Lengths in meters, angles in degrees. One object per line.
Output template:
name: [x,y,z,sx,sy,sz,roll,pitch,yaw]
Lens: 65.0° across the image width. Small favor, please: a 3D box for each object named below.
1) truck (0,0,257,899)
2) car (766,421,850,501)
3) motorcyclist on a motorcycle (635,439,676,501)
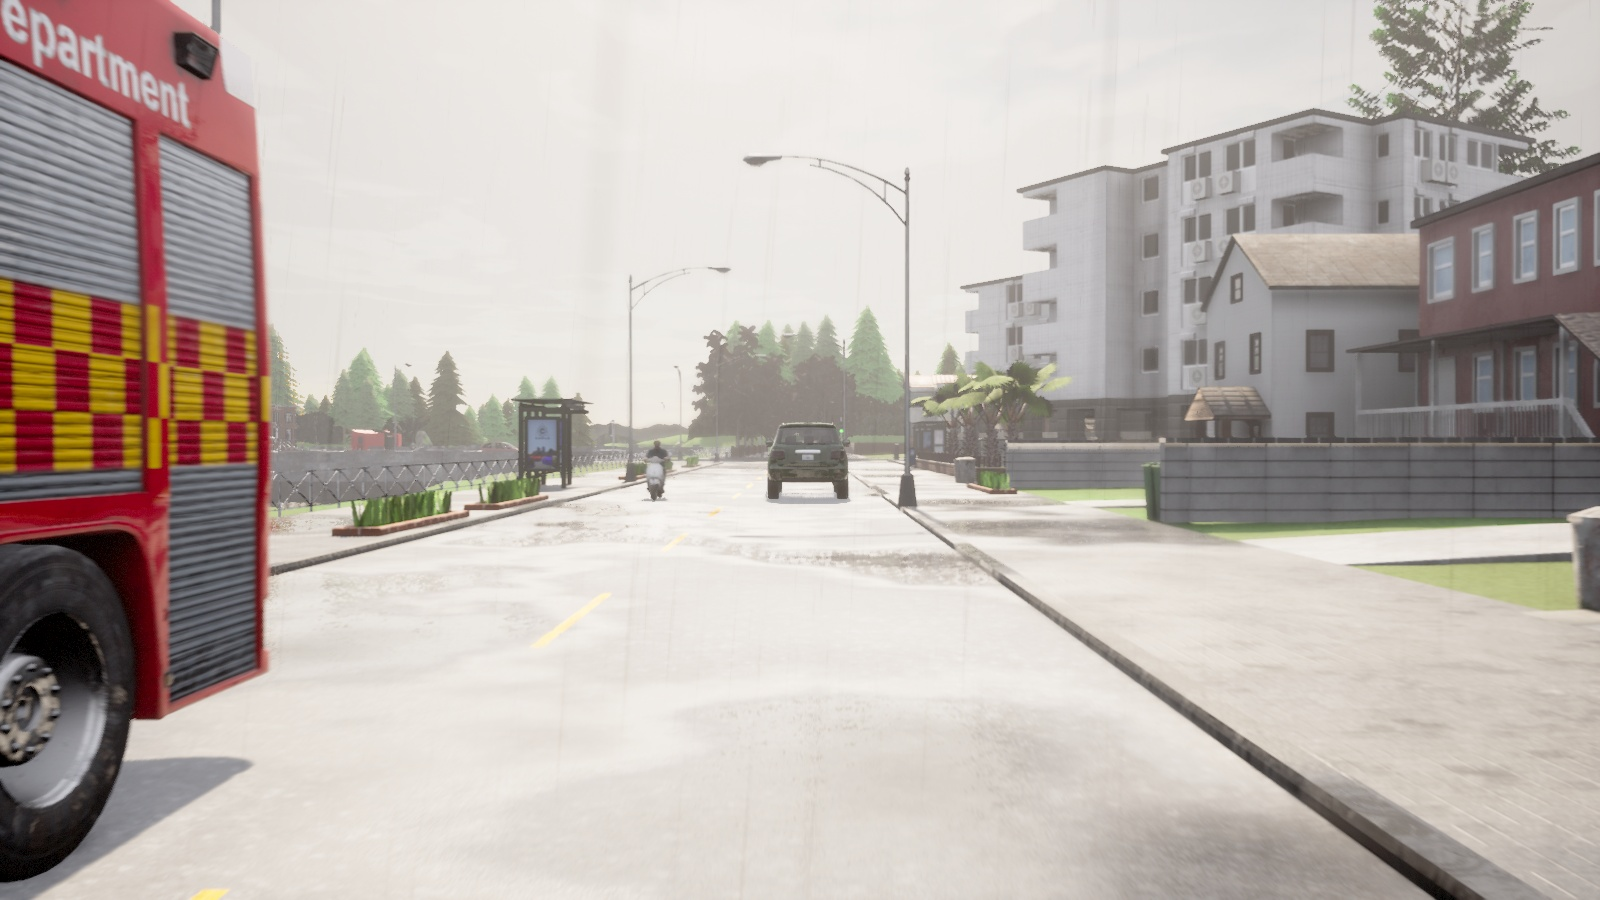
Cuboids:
truck: [-3.977,-0.430,1.535,2.891,3.827,8.468,0,0,1]
car: [0.219,0.267,35.232,2.150,2.045,5.566,0,0,0]
motorcyclist on a motorcycle: [-3.793,0.510,33.116,0.866,1.590,1.817,0,0,0]
